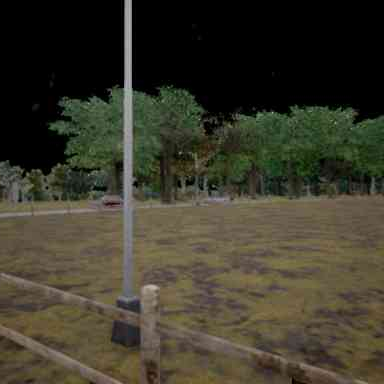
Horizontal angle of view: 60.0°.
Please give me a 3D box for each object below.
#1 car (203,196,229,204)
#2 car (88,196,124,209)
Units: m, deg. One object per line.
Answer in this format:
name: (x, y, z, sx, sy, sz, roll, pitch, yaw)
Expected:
car: (4.063, 1.333, 56.804, 4.718, 1.301, 1.895, -1, -1, -37)
car: (-11.004, 1.260, 42.435, 2.097, 1.767, 4.553, -2, -1, 41)
